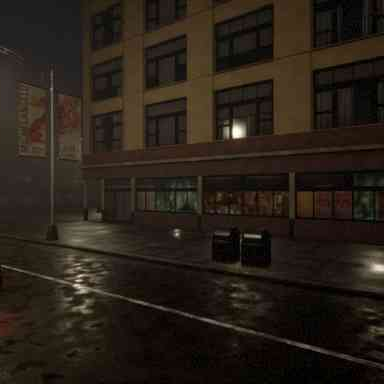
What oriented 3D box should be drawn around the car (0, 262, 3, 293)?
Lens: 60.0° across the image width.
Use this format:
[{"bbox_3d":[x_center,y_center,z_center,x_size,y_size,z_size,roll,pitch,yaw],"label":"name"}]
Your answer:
[{"bbox_3d":[-5.825,1.564,7.717,1.994,1.385,4.181,0,0,-40],"label":"car"}]
